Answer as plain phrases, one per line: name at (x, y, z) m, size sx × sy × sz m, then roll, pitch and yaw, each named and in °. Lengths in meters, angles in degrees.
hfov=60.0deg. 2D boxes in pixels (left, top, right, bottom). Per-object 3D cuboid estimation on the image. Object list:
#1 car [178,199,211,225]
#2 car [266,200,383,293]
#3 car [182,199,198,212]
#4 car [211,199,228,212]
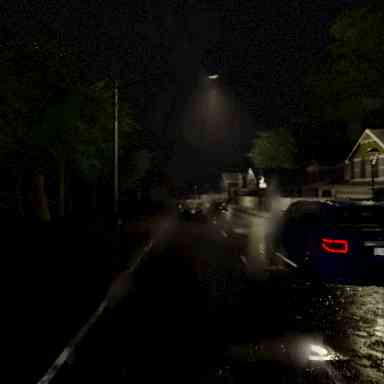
car at (0.080, 1.404, 24.831) m, size 2.097 × 1.767 × 4.553 m, roll 0°, pitch 0°, yaw 0°
car at (3.595, 1.222, 8.981) m, size 2.150 × 2.045 × 5.566 m, roll 0°, pitch 0°, yaw 0°
car at (-0.294, 1.653, 41.922) m, size 1.812 × 1.442 × 4.674 m, roll 0°, pitch 0°, yaw -2°
car at (3.244, 1.614, 41.078) m, size 2.128 × 1.511 × 4.902 m, roll 0°, pitch 0°, yaw -2°
